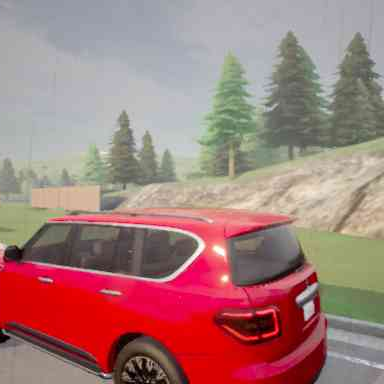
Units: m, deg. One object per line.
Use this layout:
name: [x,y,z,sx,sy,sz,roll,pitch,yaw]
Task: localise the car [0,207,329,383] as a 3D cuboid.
car: [-1.054,1.252,4.755,5.566,2.045,2.150,-1,0,35]
